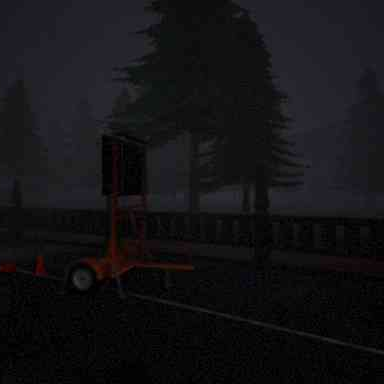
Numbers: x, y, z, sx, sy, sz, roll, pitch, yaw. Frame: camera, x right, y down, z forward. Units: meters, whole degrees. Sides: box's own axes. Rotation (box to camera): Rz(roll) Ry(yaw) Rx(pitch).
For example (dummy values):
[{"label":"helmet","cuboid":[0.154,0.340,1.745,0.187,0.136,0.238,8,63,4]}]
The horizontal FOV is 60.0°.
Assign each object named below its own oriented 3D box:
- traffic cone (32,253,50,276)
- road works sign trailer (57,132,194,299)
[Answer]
[{"label":"traffic cone","cuboid":[-4.188,1.984,9.211,0.340,0.580,0.340,0,0,35]},{"label":"road works sign trailer","cuboid":[-1.367,0.482,8.154,2.880,3.560,2.380,0,0,13]}]
